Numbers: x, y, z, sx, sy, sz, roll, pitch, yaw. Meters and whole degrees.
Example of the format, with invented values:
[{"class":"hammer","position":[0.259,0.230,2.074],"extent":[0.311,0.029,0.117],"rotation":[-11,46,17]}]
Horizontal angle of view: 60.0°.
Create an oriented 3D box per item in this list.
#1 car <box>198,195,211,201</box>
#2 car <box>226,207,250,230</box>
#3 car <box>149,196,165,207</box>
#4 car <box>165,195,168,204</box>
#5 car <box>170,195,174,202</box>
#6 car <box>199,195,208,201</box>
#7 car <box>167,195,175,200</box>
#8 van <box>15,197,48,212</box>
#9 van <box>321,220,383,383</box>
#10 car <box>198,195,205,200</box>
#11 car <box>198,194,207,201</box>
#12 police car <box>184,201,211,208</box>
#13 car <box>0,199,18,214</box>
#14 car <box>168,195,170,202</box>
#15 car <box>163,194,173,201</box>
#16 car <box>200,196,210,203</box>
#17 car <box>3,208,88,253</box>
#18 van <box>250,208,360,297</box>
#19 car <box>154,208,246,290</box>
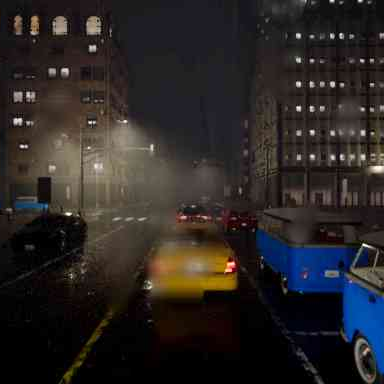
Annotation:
[{"class":"car","position":[2.679,1.512,63.157],"extent":[2.008,1.369,4.403],"rotation":[1,0,0]},{"class":"car","position":[2.694,1.540,19.410],"extent":[1.887,1.381,4.507],"rotation":[1,0,0]},{"class":"car","position":[-5.698,1.558,51.852],"extent":[1.802,1.307,4.206],"rotation":[1,0,0]},{"class":"car","position":[-5.697,1.409,57.504],"extent":[1.967,1.590,4.097],"rotation":[1,0,0]},{"class":"car","position":[-5.705,1.496,74.458],"extent":[2.008,1.369,4.403],"rotation":[1,0,0]},{"class":"car","position":[2.673,1.489,80.110],"extent":[2.008,1.369,4.403],"rotation":[1,0,0]},{"class":"car","position":[-5.710,1.447,91.243],"extent":[1.752,1.417,4.829],"rotation":[1,0,0]},{"class":"van","position":[-19.749,1.513,40.717],"extent":[3.998,1.788,1.690],"rotation":[0,0,1]},{"class":"van","position":[2.702,1.341,2.680],"extent":[1.690,1.788,3.998],"rotation":[1,0,0]},{"class":"car","position":[2.670,1.447,91.584],"extent":[1.752,1.417,4.829],"rotation":[1,0,0]},{"class":"car","position":[2.673,1.370,85.763],"extent":[1.967,1.590,4.097],"rotation":[1,0,0]},{"class":"police car","position":[0.097,1.500,19.335],"extent":[2.038,1.542,4.974],"rotation":[0,0,0]},{"class":"car","position":[-19.854,1.611,32.335],"extent":[4.403,1.369,2.008],"rotation":[0,0,1]},{"class":"car","position":[-5.701,1.543,63.155],"extent":[1.802,1.307,4.206],"rotation":[1,0,0]},{"class":"car","position":[-5.705,1.378,80.109],"extent":[1.967,1.590,4.097],"rotation":[1,0,0]},{"class":"car","position":[2.677,1.498,68.808],"extent":[1.887,1.381,4.507],"rotation":[1,0,0]},{"class":"car","position":[-5.685,1.563,13.837],"extent":[1.947,1.339,4.313],"rotation":[1,0,0]},{"class":"van","position":[2.700,1.340,8.257],"extent":[1.690,1.788,3.998],"rotation":[1,0,0]},{"class":"car","position":[0.093,1.455,9.015],"extent":[1.801,1.575,5.366],"rotation":[0,0,0]}]
